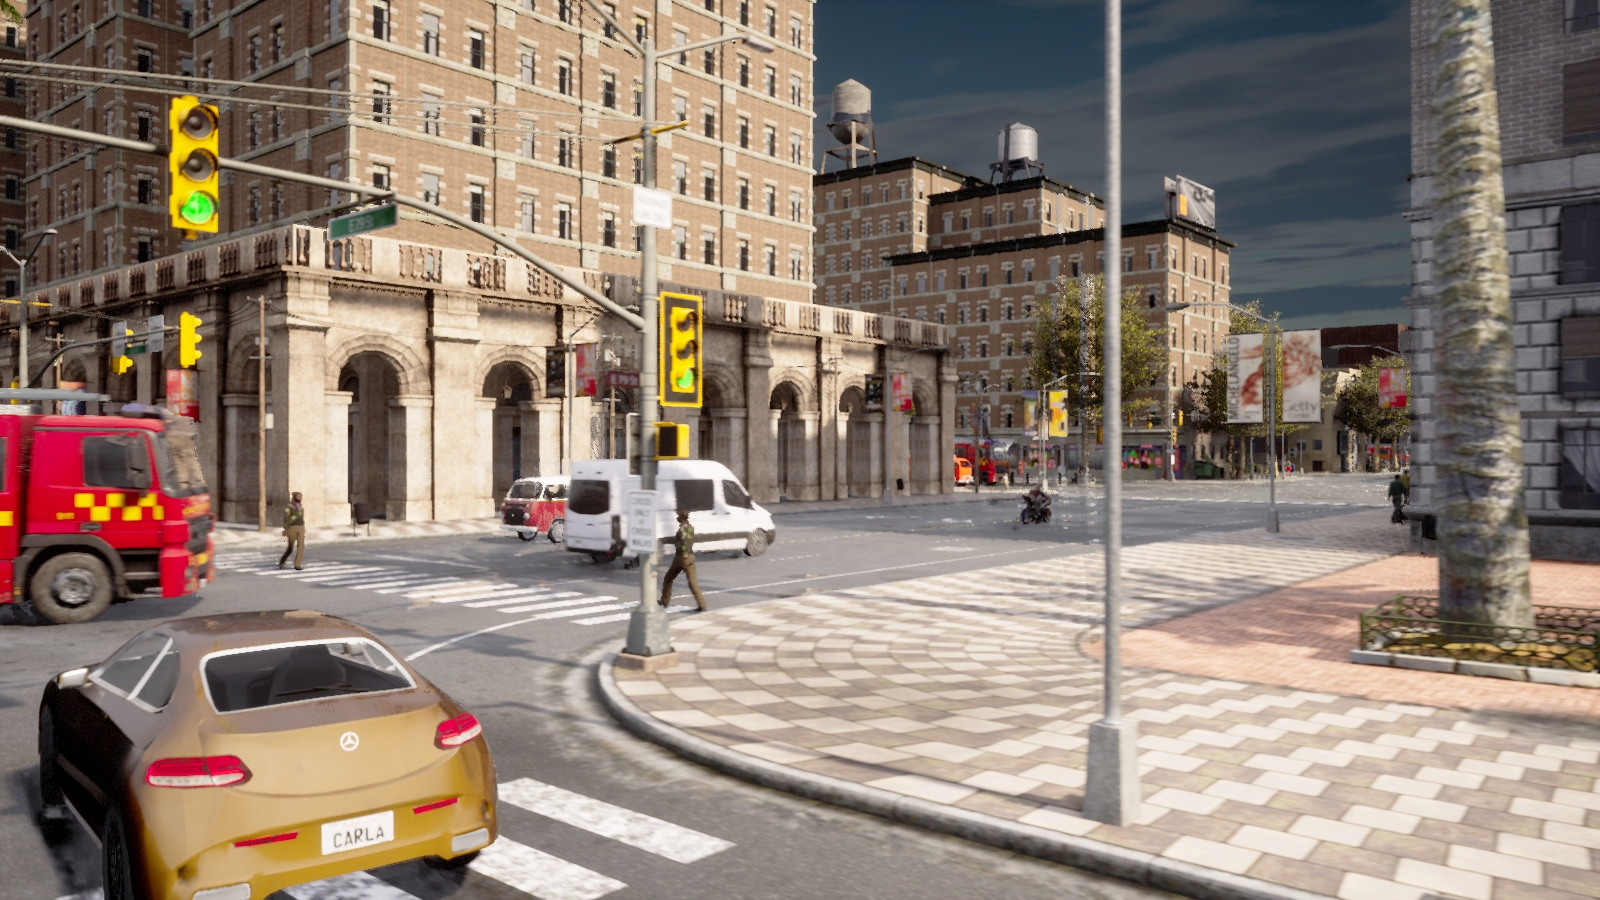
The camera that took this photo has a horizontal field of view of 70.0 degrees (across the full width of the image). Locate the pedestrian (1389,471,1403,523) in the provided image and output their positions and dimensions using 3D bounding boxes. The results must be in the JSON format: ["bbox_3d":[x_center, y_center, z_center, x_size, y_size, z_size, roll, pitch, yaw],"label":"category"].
[{"bbox_3d":[21.806,1.718,41.802,0.375,1.860,0.375,0,0,40],"label":"pedestrian"}]

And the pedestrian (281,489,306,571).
[{"bbox_3d":[-11.670,1.841,26.343,0.375,1.860,0.375,0,0,30],"label":"pedestrian"}]

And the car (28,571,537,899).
[{"bbox_3d":[-4.049,1.989,8.314,2.152,1.651,5.027,0,0,-39],"label":"car"}]

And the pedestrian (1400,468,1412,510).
[{"bbox_3d":[26.976,1.722,50.877,0.375,1.860,0.375,0,0,-44],"label":"pedestrian"}]

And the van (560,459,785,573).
[{"bbox_3d":[-3.085,1.534,29.004,1.988,2.561,5.915,0,0,41],"label":"van"}]

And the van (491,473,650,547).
[{"bbox_3d":[-6.998,1.780,35.240,2.069,2.038,4.480,0,0,40],"label":"van"}]

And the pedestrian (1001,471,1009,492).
[{"bbox_3d":[13.087,1.993,72.850,0.375,1.300,0.375,0,0,36],"label":"pedestrian"}]

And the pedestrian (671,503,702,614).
[{"bbox_3d":[-1.950,1.848,19.584,0.375,1.860,0.375,0,0,30],"label":"pedestrian"}]

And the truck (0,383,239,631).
[{"bbox_3d":[-14.061,0.881,18.669,8.468,3.827,2.891,0,0,-18],"label":"truck"}]
